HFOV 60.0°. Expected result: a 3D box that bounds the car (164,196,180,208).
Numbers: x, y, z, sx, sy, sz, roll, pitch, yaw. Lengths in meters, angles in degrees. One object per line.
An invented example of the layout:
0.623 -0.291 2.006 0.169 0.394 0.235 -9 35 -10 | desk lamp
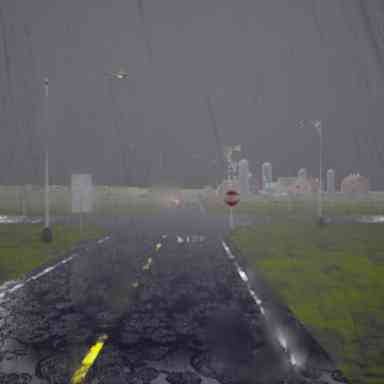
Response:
-2.749 1.284 46.826 2.097 1.767 4.553 0 -1 0 | car
